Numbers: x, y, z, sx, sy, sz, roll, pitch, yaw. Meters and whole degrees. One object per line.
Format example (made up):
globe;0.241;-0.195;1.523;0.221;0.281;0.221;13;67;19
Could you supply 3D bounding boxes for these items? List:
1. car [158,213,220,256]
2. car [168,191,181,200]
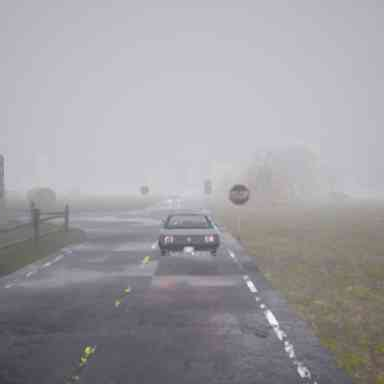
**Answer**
car;-0.175;1.404;12.185;1.895;1.301;4.718;0;1;-2
car;-3.087;0.618;59.427;1.812;1.442;4.674;0;1;0
